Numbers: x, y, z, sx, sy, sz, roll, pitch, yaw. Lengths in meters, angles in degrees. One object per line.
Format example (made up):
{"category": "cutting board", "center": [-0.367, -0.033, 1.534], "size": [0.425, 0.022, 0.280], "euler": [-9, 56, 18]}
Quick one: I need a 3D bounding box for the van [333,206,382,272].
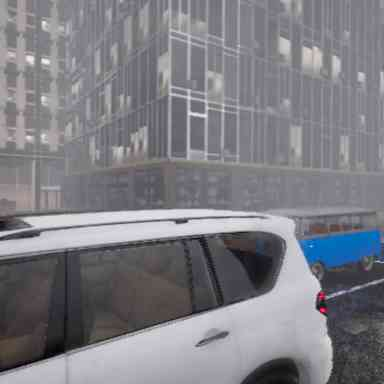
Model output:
{"category": "van", "center": [3.427, 1.293, 8.970], "size": [3.998, 1.788, 1.690], "euler": [0, 1, -34]}

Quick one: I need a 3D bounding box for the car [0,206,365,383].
{"category": "car", "center": [-1.284, 1.209, 2.482], "size": [5.566, 2.045, 2.150], "euler": [0, 0, -34]}
